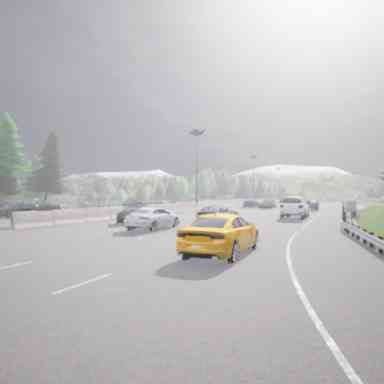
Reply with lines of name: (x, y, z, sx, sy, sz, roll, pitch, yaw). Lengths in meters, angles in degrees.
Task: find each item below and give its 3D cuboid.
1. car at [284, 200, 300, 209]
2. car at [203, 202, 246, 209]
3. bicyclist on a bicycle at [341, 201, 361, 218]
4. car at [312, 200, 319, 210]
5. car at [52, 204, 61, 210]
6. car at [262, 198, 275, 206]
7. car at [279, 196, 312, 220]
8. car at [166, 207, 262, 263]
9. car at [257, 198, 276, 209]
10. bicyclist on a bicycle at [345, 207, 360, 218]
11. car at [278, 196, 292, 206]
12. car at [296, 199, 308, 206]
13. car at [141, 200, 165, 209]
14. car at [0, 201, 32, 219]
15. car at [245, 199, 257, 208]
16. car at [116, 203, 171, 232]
car: (16.708, 2.035, 55.316, 1.994, 1.385, 4.181, 0, -1, 24)
car: (1.784, 1.659, 22.393, 2.128, 1.511, 4.902, 0, 0, 24)
bicyclist on a bicycle: (15.809, 1.730, 33.165, 0.582, 1.620, 1.656, 4, -2, -44)
car: (17.536, 1.901, 48.687, 2.128, 1.511, 4.902, 0, -1, 24)
car: (-17.870, 1.876, 38.880, 2.033, 1.411, 5.357, 0, -1, 24)
car: (16.539, 2.130, 72.049, 1.837, 1.490, 4.892, 0, -1, 24)
car: (9.749, 1.472, 31.520, 2.150, 2.045, 5.566, 0, -1, 24)
car: (1.148, 1.558, 12.484, 1.882, 1.535, 5.008, 0, 0, 24)
car: (12.532, 2.030, 54.588, 1.994, 1.385, 4.181, 0, -1, 24)
bicyclist on a bicycle: (15.399, 1.724, 32.261, 1.656, 1.620, 0.582, 1, 0, 18)
car: (19.949, 1.843, 71.074, 2.150, 2.045, 5.566, 0, -1, 24)
car: (22.859, 2.122, 68.993, 1.812, 1.442, 4.674, 0, -1, 24)
car: (-6.464, 2.009, 55.561, 1.812, 1.442, 4.674, 0, -1, 25)
car: (-16.902, 1.760, 32.523, 2.128, 1.511, 4.902, 0, -1, 24)
car: (10.506, 1.983, 58.589, 1.882, 1.535, 5.008, 0, -1, 24)
car: (-2.518, 1.685, 21.372, 1.812, 1.442, 4.674, 0, 0, 24)
